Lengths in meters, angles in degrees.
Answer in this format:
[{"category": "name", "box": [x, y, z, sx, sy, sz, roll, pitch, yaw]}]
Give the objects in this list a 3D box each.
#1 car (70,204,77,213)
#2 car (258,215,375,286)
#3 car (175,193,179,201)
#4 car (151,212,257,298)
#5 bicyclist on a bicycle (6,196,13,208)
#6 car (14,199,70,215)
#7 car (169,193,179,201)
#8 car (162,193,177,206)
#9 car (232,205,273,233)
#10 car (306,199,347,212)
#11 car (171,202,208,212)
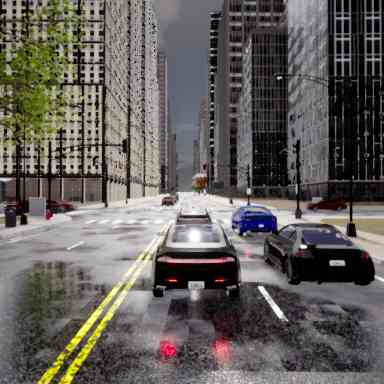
[{"category": "car", "box": [-14.411, 1.481, 34.686, 4.674, 1.442, 1.812, 0, -1, 2]}, {"category": "car", "box": [3.325, 1.565, 9.475, 1.994, 1.385, 4.181, 0, 0, 2]}, {"category": "car", "box": [-4.129, 1.513, 69.302, 2.033, 1.411, 5.357, 0, 0, -1]}, {"category": "car", "box": [0.090, 1.493, 8.532, 2.128, 1.511, 4.902, 0, 0, 0]}, {"category": "bicyclist on a bicycle", "box": [-25.207, 1.397, 45.869, 0.582, 1.620, 1.656, 0, -1, 2]}, {"category": "car", "box": [-14.422, 1.435, 31.436, 4.674, 1.442, 1.812, 0, -1, 2]}, {"category": "car", "box": [-4.350, 1.175, 81.487, 2.150, 2.045, 5.566, 0, 0, -1]}, {"category": "car", "box": [-3.945, 1.456, 54.751, 1.882, 1.535, 5.008, 0, 0, -1]}, {"category": "car", "box": [3.330, 1.478, 18.469, 1.882, 1.535, 5.008, 0, 0, 0]}, {"category": "car", "box": [16.133, 1.617, 40.022, 4.674, 1.442, 1.812, 0, -1, 1]}, {"category": "car", "box": [0.080, 1.492, 17.949, 2.128, 1.511, 4.902, 0, 0, 0]}]
